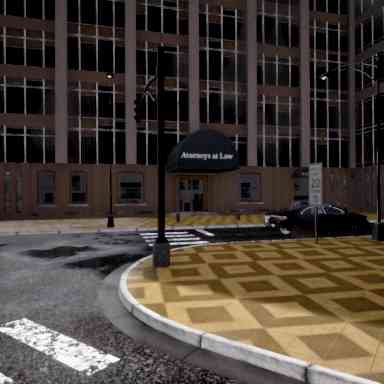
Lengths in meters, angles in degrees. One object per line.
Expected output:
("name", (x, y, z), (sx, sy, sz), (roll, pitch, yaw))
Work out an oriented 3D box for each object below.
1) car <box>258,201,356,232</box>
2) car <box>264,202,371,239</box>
("car", (6.484, 1.314, 18.922), (4.902, 1.511, 2.128), (0, 0, -14))
("car", (6.087, 1.309, 15.887), (4.902, 1.511, 2.128), (0, 0, -14))
